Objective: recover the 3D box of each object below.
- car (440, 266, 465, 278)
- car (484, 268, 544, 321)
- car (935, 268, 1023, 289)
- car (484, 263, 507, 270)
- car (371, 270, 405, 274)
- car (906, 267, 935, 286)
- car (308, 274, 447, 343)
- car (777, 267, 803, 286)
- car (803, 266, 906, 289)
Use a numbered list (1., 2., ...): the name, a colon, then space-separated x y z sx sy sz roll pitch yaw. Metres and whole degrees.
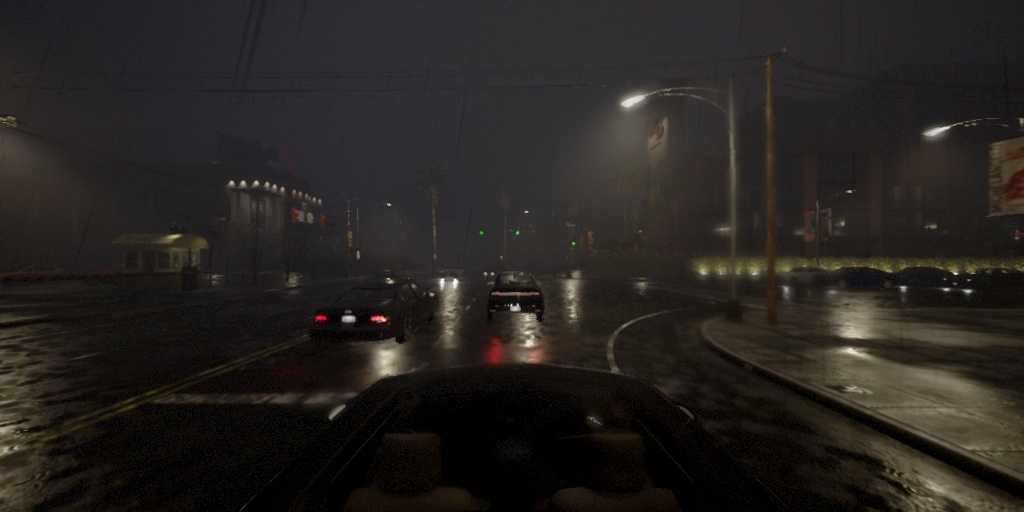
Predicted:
1. car: -6.795 1.779 41.180 1.895 1.301 4.718 0 -1 4
2. car: 0.099 1.365 13.022 2.128 1.511 4.902 0 -1 0
3. car: 33.576 1.553 25.047 5.357 1.411 2.033 0 -1 0
4. car: -2.578 1.908 57.998 2.033 1.411 5.357 0 -1 25
5. car: -7.097 1.498 20.301 2.033 1.411 5.357 0 -1 0
6. car: 32.350 1.569 28.535 4.674 1.442 1.812 0 -1 0
7. car: -3.401 1.387 9.980 2.033 1.411 5.357 0 -1 0
8. car: 23.244 1.568 28.450 4.674 1.442 1.812 0 -1 -1
9. car: 23.751 1.482 24.973 5.008 1.535 1.882 0 -1 0
